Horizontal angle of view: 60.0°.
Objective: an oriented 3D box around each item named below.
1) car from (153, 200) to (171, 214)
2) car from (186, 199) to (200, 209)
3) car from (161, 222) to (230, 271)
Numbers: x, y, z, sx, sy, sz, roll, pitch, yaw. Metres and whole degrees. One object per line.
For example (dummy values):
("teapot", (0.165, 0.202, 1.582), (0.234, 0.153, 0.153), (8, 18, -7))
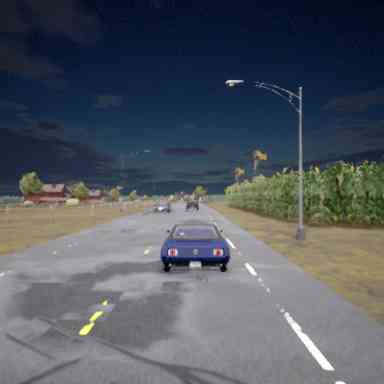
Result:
("car", (-3.560, 1.782, 40.456), (2.128, 1.511, 4.902), (0, -1, 1))
("car", (0.085, 1.944, 52.110), (1.837, 1.490, 4.892), (0, -1, 0))
("car", (0.094, 1.659, 11.113), (1.895, 1.301, 4.718), (0, 0, 0))
